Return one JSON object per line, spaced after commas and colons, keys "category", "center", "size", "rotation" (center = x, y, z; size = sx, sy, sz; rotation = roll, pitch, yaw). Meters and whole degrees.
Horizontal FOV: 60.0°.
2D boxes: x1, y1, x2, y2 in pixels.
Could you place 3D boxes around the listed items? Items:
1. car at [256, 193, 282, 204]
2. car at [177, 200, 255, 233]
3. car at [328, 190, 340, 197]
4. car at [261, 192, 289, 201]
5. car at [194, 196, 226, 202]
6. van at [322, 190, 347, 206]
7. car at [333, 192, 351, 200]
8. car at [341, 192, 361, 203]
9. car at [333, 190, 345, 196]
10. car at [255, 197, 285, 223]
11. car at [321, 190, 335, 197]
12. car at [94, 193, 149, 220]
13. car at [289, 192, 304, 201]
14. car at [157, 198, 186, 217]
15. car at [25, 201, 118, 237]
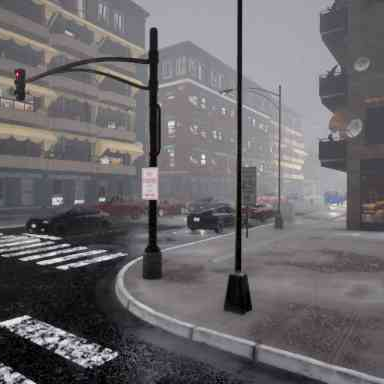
{"category": "car", "center": [10.617, 0.881, 45.582], "size": [1.947, 1.339, 4.313], "rotation": [2, 2, 35]}
{"category": "car", "center": [1.426, 1.348, 17.947], "size": [1.947, 1.339, 4.313], "rotation": [2, 2, 35]}
{"category": "car", "center": [33.049, 0.337, 77.478], "size": [1.802, 1.307, 4.206], "rotation": [2, 2, 35]}
{"category": "car", "center": [9.281, 0.774, 39.164], "size": [2.097, 1.767, 4.553], "rotation": [1, 1, 35]}
{"category": "car", "center": [1.460, 1.123, 28.076], "size": [1.837, 1.490, 4.892], "rotation": [1, 1, 35]}
{"category": "van", "center": [17.452, 0.721, 40.725], "size": [1.690, 1.788, 3.998], "rotation": [2, 2, 35]}
{"category": "car", "center": [25.897, 0.696, 57.261], "size": [1.895, 1.301, 4.718], "rotation": [1, 1, 35]}
{"category": "car", "center": [23.858, 0.764, 49.842], "size": [1.887, 1.381, 4.507], "rotation": [2, 2, 35]}
{"category": "car", "center": [36.253, 0.257, 82.034], "size": [1.802, 1.307, 4.206], "rotation": [2, 2, 35]}
{"category": "car", "center": [4.631, 1.283, 22.504], "size": [1.802, 1.307, 4.206], "rotation": [2, 2, 35]}
{"category": "car", "center": [29.845, 0.379, 72.921], "size": [1.887, 1.381, 4.507], "rotation": [2, 2, 35]}
{"category": "car", "center": [-5.403, 1.031, 22.794], "size": [2.192, 1.841, 5.009], "rotation": [2, 2, 35]}
{"category": "car", "center": [17.026, 0.720, 54.695], "size": [1.947, 1.339, 4.313], "rotation": [2, 2, 35]}
{"category": "car", "center": [-2.201, 1.181, 27.356], "size": [1.887, 1.381, 4.507], "rotation": [2, 2, 35]}
{"category": "car", "center": [-6.234, 1.374, 17.139], "size": [1.994, 1.385, 4.181], "rotation": [1, 1, 35]}
